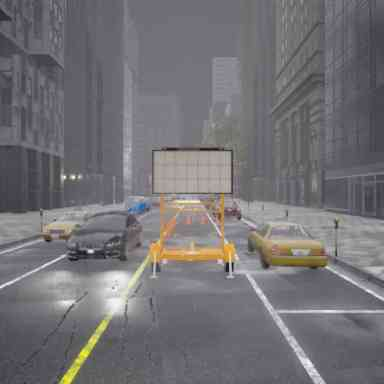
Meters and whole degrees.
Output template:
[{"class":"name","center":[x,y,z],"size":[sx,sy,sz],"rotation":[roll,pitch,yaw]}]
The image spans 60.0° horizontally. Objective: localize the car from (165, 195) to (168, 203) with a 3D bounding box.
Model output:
[{"class":"car","center":[-5.573,1.574,55.924],"size":[1.887,1.381,4.507],"rotation":[0,0,0]}]

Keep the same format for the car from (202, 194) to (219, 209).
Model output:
[{"class":"car","center":[2.933,1.323,44.619],"size":[2.192,1.841,5.009],"rotation":[0,0,0]}]

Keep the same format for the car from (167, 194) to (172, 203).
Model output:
[{"class":"car","center":[-5.554,1.632,67.203],"size":[1.802,1.307,4.206],"rotation":[0,0,0]}]

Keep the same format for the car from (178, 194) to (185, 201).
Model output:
[{"class":"car","center":[-2.847,1.648,90.062],"size":[1.812,1.442,4.674],"rotation":[0,0,0]}]

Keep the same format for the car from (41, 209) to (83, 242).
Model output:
[{"class":"car","center":[-5.641,1.519,16.244],"size":[1.752,1.417,4.829],"rotation":[0,0,1]}]

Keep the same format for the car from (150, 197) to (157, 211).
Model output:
[{"class":"car","center":[-5.602,1.565,39.007],"size":[1.947,1.339,4.313],"rotation":[0,0,0]}]

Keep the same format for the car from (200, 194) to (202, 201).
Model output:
[{"class":"car","center":[2.962,1.480,61.537],"size":[1.967,1.590,4.097],"rotation":[0,0,0]}]

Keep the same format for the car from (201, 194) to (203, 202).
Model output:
[{"class":"car","center":[2.943,1.333,50.257],"size":[2.192,1.841,5.009],"rotation":[0,0,0]}]

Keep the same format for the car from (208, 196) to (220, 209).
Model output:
[{"class":"car","center":[2.914,1.434,33.339],"size":[1.967,1.590,4.097],"rotation":[0,0,0]}]

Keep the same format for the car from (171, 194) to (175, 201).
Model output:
[{"class":"car","center":[-5.536,1.602,78.310],"size":[1.752,1.417,4.829],"rotation":[0,0,0]}]

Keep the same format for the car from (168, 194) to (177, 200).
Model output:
[{"class":"car","center":[-5.507,1.457,95.397],"size":[2.192,1.841,5.009],"rotation":[0,0,0]}]

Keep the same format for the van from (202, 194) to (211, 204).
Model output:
[{"class":"van","center":[2.972,1.391,67.176],"size":[1.690,1.788,3.998],"rotation":[0,0,0]}]

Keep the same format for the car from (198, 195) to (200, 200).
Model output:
[{"class":"car","center":[2.990,1.659,78.455],"size":[1.802,1.307,4.206],"rotation":[0,0,0]}]

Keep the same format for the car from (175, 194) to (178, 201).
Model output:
[{"class":"car","center":[-5.526,1.412,84.118],"size":[2.192,1.841,5.009],"rotation":[0,0,0]}]

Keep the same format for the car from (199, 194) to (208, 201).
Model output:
[{"class":"car","center":[3.009,1.434,89.734],"size":[2.192,1.841,5.009],"rotation":[0,0,0]}]

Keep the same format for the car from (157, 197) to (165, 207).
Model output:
[{"class":"car","center":[-5.583,1.458,50.286],"size":[1.967,1.590,4.097],"rotation":[0,0,0]}]

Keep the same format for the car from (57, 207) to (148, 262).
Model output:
[{"class":"car","center":[-2.981,1.500,12.227],"size":[1.837,1.490,4.892],"rotation":[0,0,0]}]

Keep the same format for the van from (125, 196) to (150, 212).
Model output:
[{"class":"van","center":[-5.610,1.335,33.369],"size":[1.690,1.788,3.998],"rotation":[0,0,0]}]

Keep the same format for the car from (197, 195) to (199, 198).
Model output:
[{"class":"car","center":[2.999,1.663,84.093],"size":[1.947,1.339,4.313],"rotation":[0,0,0]}]

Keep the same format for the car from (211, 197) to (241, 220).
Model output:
[{"class":"car","center":[2.905,1.431,27.700],"size":[1.967,1.590,4.097],"rotation":[0,0,0]}]

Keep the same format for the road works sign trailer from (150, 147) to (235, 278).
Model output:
[{"class":"road works sign trailer","center":[0.016,0.461,10.099],"size":[2.380,3.560,2.880],"rotation":[0,0,0]}]

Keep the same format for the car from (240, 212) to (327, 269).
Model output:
[{"class":"car","center":[2.883,1.521,10.984],"size":[1.752,1.417,4.829],"rotation":[0,0,1]}]
